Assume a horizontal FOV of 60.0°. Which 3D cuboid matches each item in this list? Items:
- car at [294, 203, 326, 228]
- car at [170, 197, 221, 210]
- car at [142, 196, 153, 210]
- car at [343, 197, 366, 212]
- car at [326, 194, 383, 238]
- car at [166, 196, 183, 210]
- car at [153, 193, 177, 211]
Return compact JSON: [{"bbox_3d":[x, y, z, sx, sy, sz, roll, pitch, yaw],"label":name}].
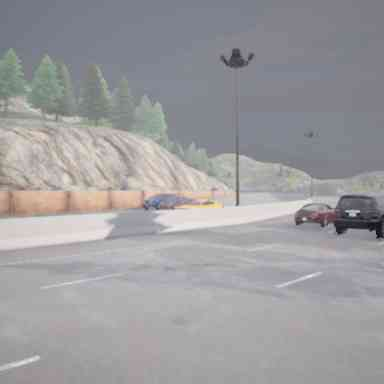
[{"bbox_3d":[8.278,1.446,21.808,1.812,1.442,4.674,0,0,41],"label":"car"},{"bbox_3d":[0.692,1.425,29.369,1.882,1.535,5.008,0,0,38],"label":"car"},{"bbox_3d":[-3.742,1.174,40.997,2.150,2.045,5.566,0,0,33],"label":"car"},{"bbox_3d":[18.289,1.332,37.404,2.128,1.511,4.902,0,0,26],"label":"car"},{"bbox_3d":[9.320,1.144,17.580,2.150,2.045,5.566,0,0,42],"label":"car"},{"bbox_3d":[-0.052,1.434,34.136,2.128,1.511,4.902,0,0,36],"label":"car"},{"bbox_3d":[-1.842,1.297,37.654,2.097,1.767,4.553,0,0,34],"label":"car"}]
